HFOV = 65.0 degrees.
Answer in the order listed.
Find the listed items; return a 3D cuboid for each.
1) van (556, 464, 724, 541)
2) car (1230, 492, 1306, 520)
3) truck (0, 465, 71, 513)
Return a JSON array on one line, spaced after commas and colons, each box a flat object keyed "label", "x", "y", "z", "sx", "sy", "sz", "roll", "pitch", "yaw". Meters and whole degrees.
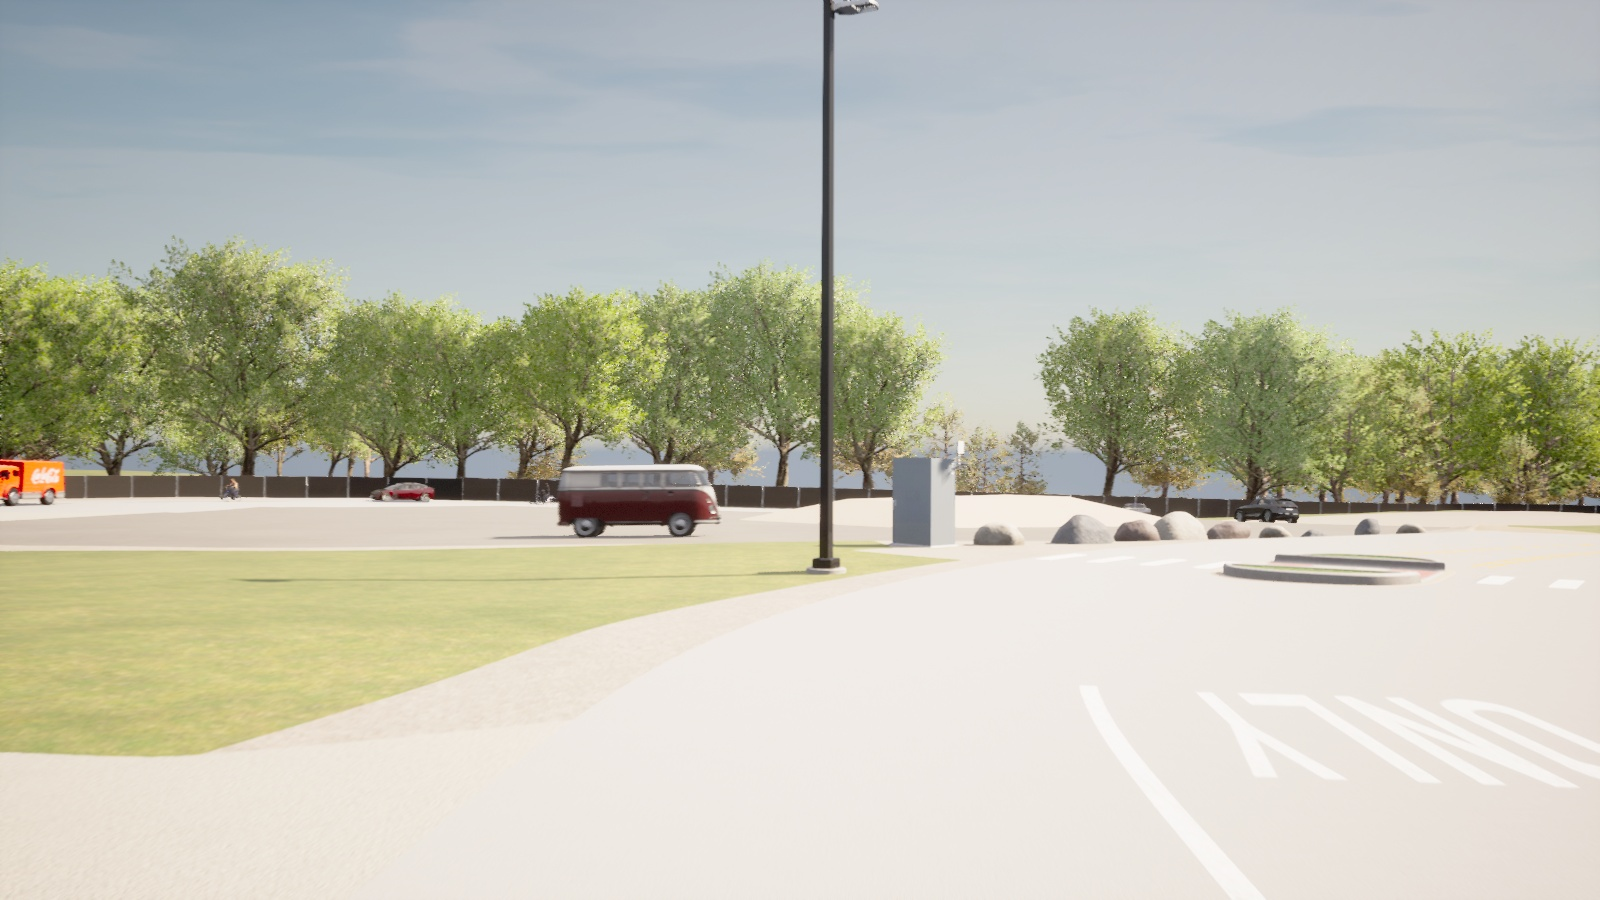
[{"label": "van", "x": -4.371, "y": 1.442, "z": 34.778, "sx": 4.442, "sy": 1.987, "sz": 1.775, "roll": -1, "pitch": -2, "yaw": -1}, {"label": "car", "x": 29.552, "y": 3.580, "z": 79.455, "sx": 2.033, "sy": 1.649, "sz": 4.856, "roll": 3, "pitch": -3, "yaw": -15}, {"label": "truck", "x": -43.466, "y": 2.133, "z": 69.691, "sx": 2.627, "sy": 2.467, "sz": 5.204, "roll": 2, "pitch": -1, "yaw": 4}]
